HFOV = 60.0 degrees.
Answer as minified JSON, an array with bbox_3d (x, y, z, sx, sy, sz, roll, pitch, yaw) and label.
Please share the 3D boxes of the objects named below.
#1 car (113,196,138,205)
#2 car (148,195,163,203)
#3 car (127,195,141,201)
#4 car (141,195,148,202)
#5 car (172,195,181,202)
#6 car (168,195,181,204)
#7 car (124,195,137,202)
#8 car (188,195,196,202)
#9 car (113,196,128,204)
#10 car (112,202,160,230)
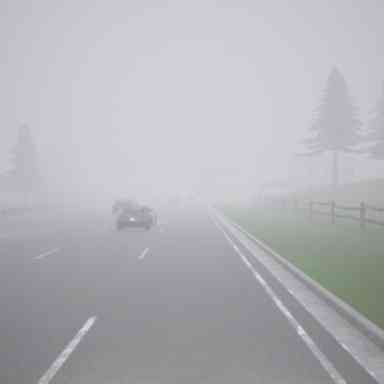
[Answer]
[{"bbox_3d":[-6.899,1.466,34.352,1.837,1.490,4.892,0,0,0],"label":"car"},{"bbox_3d":[-6.997,1.420,66.486,2.128,1.511,4.902,0,0,0],"label":"car"},{"bbox_3d":[-10.397,1.536,56.448,1.895,1.301,4.718,0,0,0],"label":"car"},{"bbox_3d":[-10.497,1.455,75.052,2.033,1.411,5.357,0,0,0],"label":"car"},{"bbox_3d":[-3.497,1.438,76.342,1.812,1.442,4.674,0,0,0],"label":"car"},{"bbox_3d":[-3.398,1.492,62.806,1.994,1.385,4.181,0,0,0],"label":"car"},{"bbox_3d":[-13.997,1.439,76.142,2.128,1.511,4.902,0,0,0],"label":"car"},{"bbox_3d":[0.003,1.416,73.858,1.837,1.490,4.892,0,0,0],"label":"car"},{"bbox_3d":[-13.877,1.472,65.059,2.033,1.411,5.357,0,0,-2],"label":"car"},{"bbox_3d":[-3.400,1.540,20.979,1.994,1.385,4.181,0,0,0],"label":"car"}]
